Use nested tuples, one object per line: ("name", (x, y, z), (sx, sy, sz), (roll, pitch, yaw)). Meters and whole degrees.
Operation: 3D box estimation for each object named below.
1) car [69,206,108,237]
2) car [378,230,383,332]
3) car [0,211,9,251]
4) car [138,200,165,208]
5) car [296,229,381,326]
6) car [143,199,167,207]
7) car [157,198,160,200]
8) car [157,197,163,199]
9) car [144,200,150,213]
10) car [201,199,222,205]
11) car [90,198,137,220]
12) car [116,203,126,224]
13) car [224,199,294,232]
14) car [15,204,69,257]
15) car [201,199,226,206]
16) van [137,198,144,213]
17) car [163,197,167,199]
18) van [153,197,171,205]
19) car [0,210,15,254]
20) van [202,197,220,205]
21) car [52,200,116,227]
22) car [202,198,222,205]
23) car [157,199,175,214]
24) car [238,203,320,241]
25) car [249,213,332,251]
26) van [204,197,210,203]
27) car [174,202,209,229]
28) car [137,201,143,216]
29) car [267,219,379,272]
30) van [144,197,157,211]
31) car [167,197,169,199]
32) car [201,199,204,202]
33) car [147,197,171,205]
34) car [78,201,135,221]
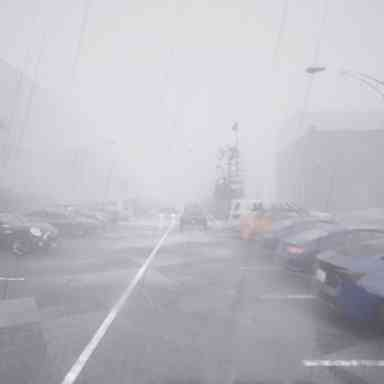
("car", (-7.625, 1.720, 18.919), (4.792, 1.488, 2.163), (0, -1, 0))
("car", (4.711, 1.390, 3.187), (4.553, 1.767, 2.185), (0, -1, 0))
("car", (-3.100, 1.232, 0.838), (2.150, 2.045, 5.566), (0, -1, 0))
("car", (-7.698, 2.211, 63.616), (4.792, 1.488, 2.163), (0, -1, 0))
("car", (4.708, 1.578, 6.123), (4.792, 1.488, 2.163), (0, -1, 0))
("car", (-7.701, 2.273, 69.204), (4.792, 1.488, 2.163), (0, -1, 0))
("car", (-7.671, 2.029, 49.649), (4.892, 1.521, 2.231), (0, -1, 0))
("car", (-7.635, 1.964, 55.236), (4.553, 1.767, 2.185), (0, -1, 0))
("car", (-7.659, 1.945, 38.476), (4.674, 1.452, 2.002), (0, -1, 0))
("car", (4.660, 2.372, 80.641), (5.008, 1.535, 2.097), (0, -1, 0))
("car", (-7.686, 1.531, 27.304), (5.566, 2.045, 2.435), (0, -1, 0))
("car", (-7.687, 1.781, 24.509), (4.792, 1.488, 2.163), (0, -1, 0))
("car", (4.703, 1.426, 17.878), (5.566, 2.045, 2.435), (0, -1, 0))
("car", (-7.685, 1.502, 13.211), (4.553, 1.767, 2.185), (0, -1, 0))
("car", (4.842, 2.302, 74.934), (5.366, 1.575, 1.946), (0, -1, 0))
("van", (-7.778, 1.649, 35.685), (4.442, 1.987, 1.878), (0, -1, 0))
("car", (-7.854, 2.148, 60.824), (5.366, 1.575, 1.946), (0, -1, 0))
("van", (-7.793, 2.268, 85.941), (4.442, 1.987, 1.878), (0, -1, 0))
("car", (-7.624, 1.316, 7.751), (5.566, 2.045, 2.435), (0, -1, 0))
("van", (4.771, 2.200, 83.420), (4.442, 1.987, 1.878), (0, -1, 0))
("car", (-7.688, 1.595, 21.717), (4.553, 1.767, 2.185), (0, -1, 0))
("car", (4.625, 2.211, 77.853), (4.553, 1.767, 2.185), (0, -1, 0))
("car", (-3.101, 2.000, 42.976), (1.812, 1.442, 4.674), (0, -1, 0))
("car", (4.644, 1.521, 15.064), (4.553, 1.767, 2.185), (0, -1, 0))
("car", (4.674, 1.654, 12.124), (4.674, 1.452, 2.002), (0, -1, 0))
("van", (4.779, 1.896, 58.316), (4.442, 1.987, 1.878), (0, -1, 0))
("car", (0.093, 1.755, 23.799), (2.128, 1.511, 4.902), (0, -1, 0))
("car", (-7.688, 1.873, 32.887), (4.792, 1.488, 2.163), (0, -1, 0))
("car", (4.674, 1.621, 9.061), (4.674, 1.452, 2.002), (0, -1, 0))
("van", (-7.548, 1.772, 46.859), (4.442, 1.987, 1.878), (0, -1, 0))
("car", (-7.856, 2.209, 66.411), (5.366, 1.575, 1.946), (0, -1, 0))
("car", (0.087, 1.948, 41.413), (2.128, 1.511, 4.902), (0, -1, 0))
("car", (-7.646, 2.084, 77.587), (5.566, 2.045, 2.435), (0, -1, 0))
("car", (-7.628, 1.688, 30.097), (4.553, 1.767, 2.185), (0, -1, 0))
